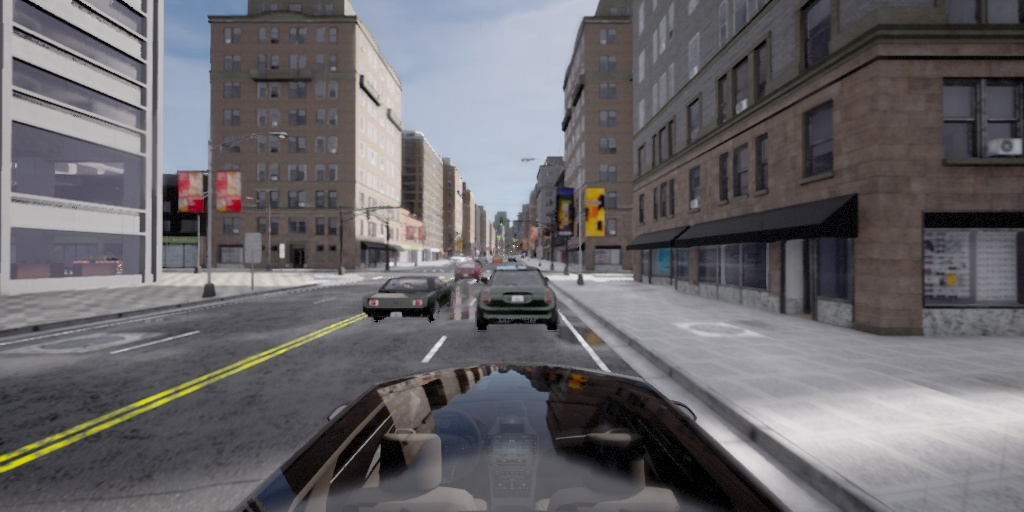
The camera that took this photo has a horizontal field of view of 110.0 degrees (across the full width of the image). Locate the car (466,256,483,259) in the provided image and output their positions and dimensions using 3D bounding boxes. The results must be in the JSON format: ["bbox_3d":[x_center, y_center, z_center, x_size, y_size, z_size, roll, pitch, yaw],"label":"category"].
[{"bbox_3d":[-6.548,1.005,64.731,1.895,1.301,4.718,0,0,1],"label":"car"}]

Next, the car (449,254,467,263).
[{"bbox_3d":[-9.798,0.625,64.668,2.150,2.045,5.566,0,0,1],"label":"car"}]

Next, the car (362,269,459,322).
[{"bbox_3d":[-3.154,1.301,12.009,1.895,1.301,4.718,0,0,0],"label":"car"}]

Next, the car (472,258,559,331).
[{"bbox_3d":[0.106,1.057,10.928,2.097,1.767,4.553,0,0,-1],"label":"car"}]

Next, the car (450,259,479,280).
[{"bbox_3d":[-3.159,1.148,26.848,1.812,1.442,4.674,0,0,0],"label":"car"}]

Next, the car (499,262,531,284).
[{"bbox_3d":[0.284,1.188,26.500,1.994,1.385,4.181,0,0,5],"label":"car"}]

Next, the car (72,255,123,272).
[{"bbox_3d":[-38.940,0.771,34.405,4.553,1.767,2.097,0,0,0],"label":"car"}]
